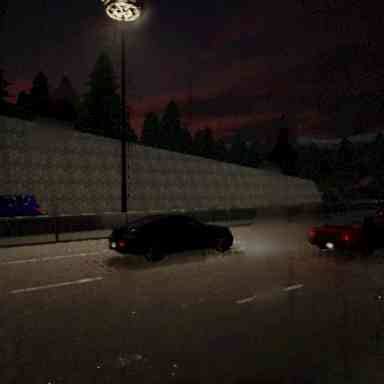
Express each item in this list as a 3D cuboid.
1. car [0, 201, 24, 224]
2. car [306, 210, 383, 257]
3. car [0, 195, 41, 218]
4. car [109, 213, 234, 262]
[{"bbox_3d":[-14.772,1.489,23.550,4.902,1.511,2.128,0,0,-36],"label":"car"},{"bbox_3d":[6.545,1.526,12.728,4.718,1.301,1.895,0,0,-36],"label":"car"},{"bbox_3d":[-12.504,1.217,20.870,5.566,2.045,2.150,0,0,-36],"label":"car"},{"bbox_3d":[-0.620,1.490,11.909,4.674,1.442,1.812,0,0,-36],"label":"car"}]
